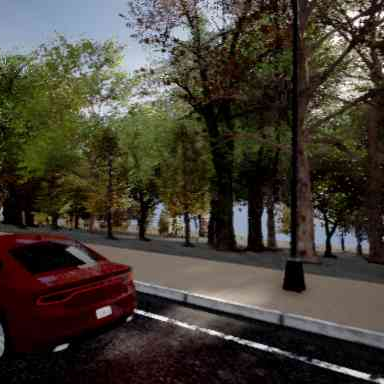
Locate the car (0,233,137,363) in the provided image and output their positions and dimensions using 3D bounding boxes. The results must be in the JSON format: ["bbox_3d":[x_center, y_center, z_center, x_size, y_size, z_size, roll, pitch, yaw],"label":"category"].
[{"bbox_3d":[-3.216,1.496,5.981,5.008,1.535,1.882,0,0,36],"label":"car"}]
